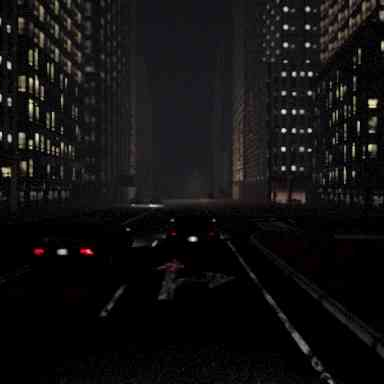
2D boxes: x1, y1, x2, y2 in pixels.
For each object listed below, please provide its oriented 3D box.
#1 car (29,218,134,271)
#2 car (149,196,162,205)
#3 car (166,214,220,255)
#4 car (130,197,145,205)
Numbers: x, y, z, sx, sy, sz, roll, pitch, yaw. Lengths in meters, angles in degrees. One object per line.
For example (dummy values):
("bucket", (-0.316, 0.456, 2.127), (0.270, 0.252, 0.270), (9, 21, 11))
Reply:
("car", (-3.222, 1.545, 10.810), (2.033, 1.411, 5.357), (0, 0, 1))
("car", (-6.540, 1.508, 60.182), (2.128, 1.511, 4.902), (0, 0, 1))
("car", (0.049, 1.562, 13.275), (1.994, 1.385, 4.181), (0, 0, 0))
("car", (-9.778, 1.563, 60.188), (2.033, 1.411, 5.357), (0, 0, 1))
